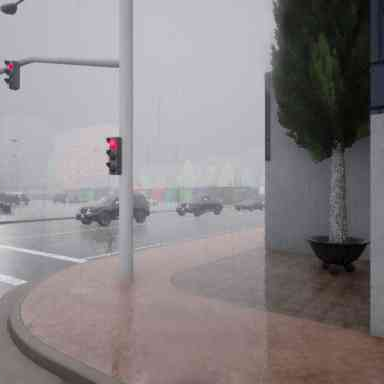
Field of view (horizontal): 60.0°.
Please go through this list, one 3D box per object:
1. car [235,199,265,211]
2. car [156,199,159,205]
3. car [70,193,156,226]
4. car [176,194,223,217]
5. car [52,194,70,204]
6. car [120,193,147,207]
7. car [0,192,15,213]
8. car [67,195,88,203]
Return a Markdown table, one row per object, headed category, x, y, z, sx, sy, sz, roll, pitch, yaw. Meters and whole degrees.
| category | x | y | z | sx | sy | sz | roll | pitch | yaw |
| --- | --- | --- | --- | --- | --- | --- | --- | --- | --- |
| car | 7.242 | 1.547 | 40.599 | 2.033 | 1.411 | 5.357 | 0 | 0 | 37 |
| car | -7.087 | 1.395 | 52.017 | 3.806 | 1.475 | 1.970 | 0 | 0 | 35 |
| car | -5.430 | 1.221 | 23.684 | 2.150 | 2.045 | 5.566 | 0 | 0 | 36 |
| car | 0.841 | 1.221 | 32.086 | 2.150 | 2.045 | 5.566 | 0 | 0 | 37 |
| car | -23.069 | 1.153 | 59.788 | 4.605 | 1.855 | 1.932 | 0 | 0 | 35 |
| car | -8.772 | 1.156 | 49.662 | 3.866 | 1.878 | 1.905 | 0 | 0 | 35 |
| car | -20.102 | 1.156 | 33.640 | 3.866 | 1.878 | 1.905 | 0 | 0 | 35 |
| car | -21.340 | 1.364 | 62.113 | 3.905 | 1.438 | 1.784 | 0 | 0 | 35 |
